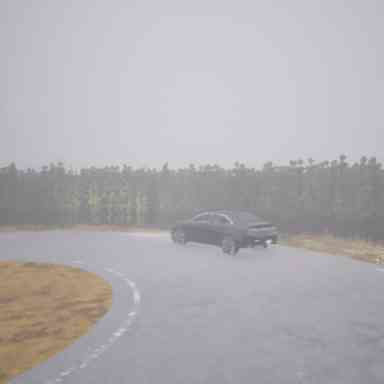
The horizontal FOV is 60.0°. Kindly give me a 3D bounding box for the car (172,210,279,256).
[{"bbox_3d":[1.096,1.479,13.246,2.128,1.511,4.902,0,0,-39],"label":"car"}]
